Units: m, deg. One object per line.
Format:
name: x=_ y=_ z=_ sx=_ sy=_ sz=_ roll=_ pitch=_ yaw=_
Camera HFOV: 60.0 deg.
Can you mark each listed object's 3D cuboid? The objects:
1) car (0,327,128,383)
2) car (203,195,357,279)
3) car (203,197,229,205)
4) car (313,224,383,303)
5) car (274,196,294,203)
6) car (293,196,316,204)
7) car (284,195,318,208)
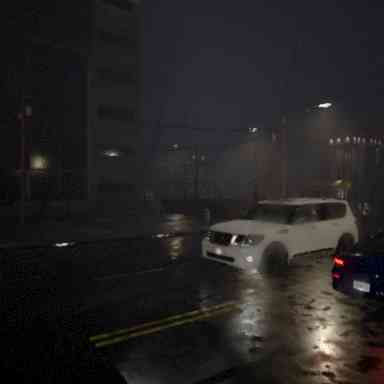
car: x=-2.941 y=1.547 z=1.654 sx=5.357 sy=1.411 sz=2.033 roll=0 pitch=0 yaw=-35
car: x=2.970 y=1.226 z=10.417 sx=5.566 sy=2.045 sz=2.150 roll=0 pitch=0 yaw=-35
car: x=4.383 y=1.597 z=60.525 sx=4.718 sy=1.301 sz=1.895 roll=0 pitch=0 yaw=-36
car: x=4.935 y=1.530 z=7.309 sx=4.674 sy=1.442 sz=1.812 roll=0 pitch=0 yaw=-35
car: x=19.129 y=1.484 z=69.003 sx=3.806 sy=1.475 sz=1.970 roll=0 pitch=0 yaw=-36
car: x=22.032 y=1.452 z=65.000 sx=4.674 sy=1.452 sz=2.002 roll=0 pitch=0 yaw=-36
car: x=15.109 y=1.277 z=45.944 sx=4.553 sy=1.767 sz=2.185 roll=0 pitch=0 yaw=-36
